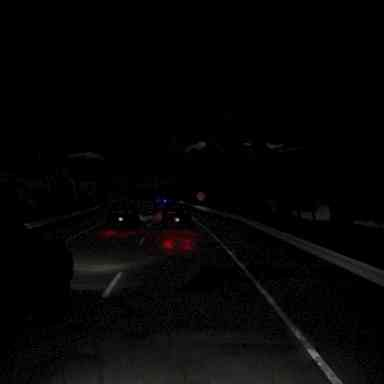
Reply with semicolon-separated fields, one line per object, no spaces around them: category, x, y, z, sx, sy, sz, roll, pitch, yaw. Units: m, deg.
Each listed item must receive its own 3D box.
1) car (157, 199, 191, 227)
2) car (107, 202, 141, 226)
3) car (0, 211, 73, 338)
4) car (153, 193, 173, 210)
car;-1.117;1.467;22.619;2.128;1.511;4.902;0;0;-5
car;-4.662;1.470;23.042;2.128;1.511;4.902;0;0;-6
car;-3.510;1.219;4.592;2.150;2.045;5.566;0;0;-1
car;-3.587;1.173;41.360;2.150;2.045;5.566;0;-1;-10
